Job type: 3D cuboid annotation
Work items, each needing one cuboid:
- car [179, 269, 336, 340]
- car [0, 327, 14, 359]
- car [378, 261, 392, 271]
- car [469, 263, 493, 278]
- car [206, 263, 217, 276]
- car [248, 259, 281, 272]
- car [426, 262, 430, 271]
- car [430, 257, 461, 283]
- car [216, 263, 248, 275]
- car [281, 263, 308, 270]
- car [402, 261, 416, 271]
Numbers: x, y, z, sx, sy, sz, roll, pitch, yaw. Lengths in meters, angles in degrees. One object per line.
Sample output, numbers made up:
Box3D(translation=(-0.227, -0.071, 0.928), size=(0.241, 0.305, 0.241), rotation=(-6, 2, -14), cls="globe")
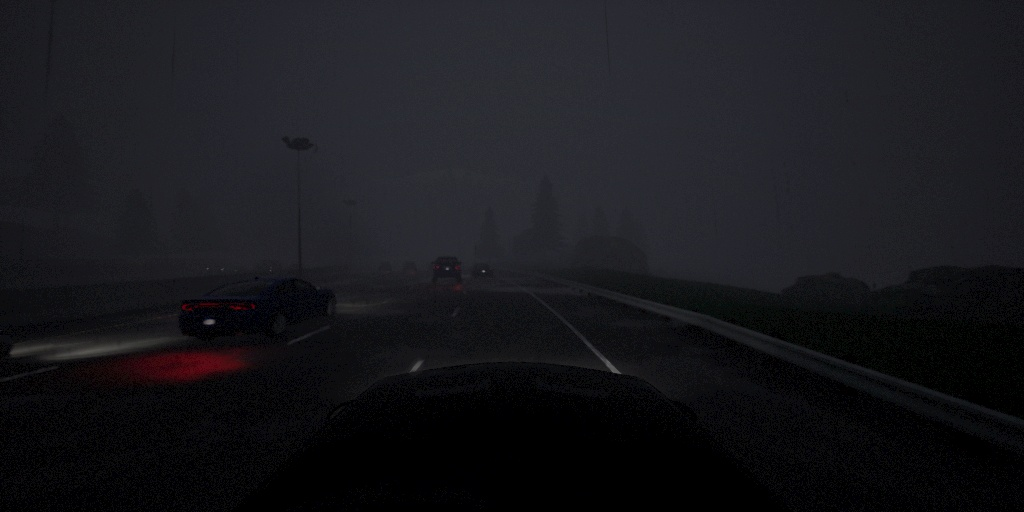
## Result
Box3D(translation=(-6.984, 1.340, 10.553), size=(1.882, 1.535, 5.008), rotation=(0, 0, -4), cls="car")
Box3D(translation=(-10.327, 1.438, 4.771), size=(1.812, 1.442, 4.674), rotation=(0, 0, -2), cls="car")
Box3D(translation=(-20.237, 1.590, 57.100), size=(1.837, 1.490, 4.892), rotation=(1, -1, -22), cls="car")
Box3D(translation=(-3.052, 1.373, 34.916), size=(1.994, 1.385, 4.181), rotation=(-1, 0, -12), cls="car")
Box3D(translation=(-40.075, 1.745, 49.387), size=(2.097, 1.767, 4.553), rotation=(-1, 0, -20), cls="car")
Box3D(translation=(-31.705, 1.482, 46.755), size=(2.150, 2.045, 5.566), rotation=(-1, 0, -18), cls="car")
Box3D(translation=(-11.659, 1.455, 53.853), size=(1.837, 1.490, 4.892), rotation=(1, 0, -20), cls="car")
Box3D(translation=(-5.425, 1.066, 29.818), size=(2.150, 2.045, 5.566), rotation=(0, 0, -11), cls="car")
Box3D(translation=(-34.963, 1.838, 45.440), size=(1.812, 1.442, 4.674), rotation=(-1, 0, -18), cls="car")
Box3D(translation=(-28.084, 1.708, 46.851), size=(1.837, 1.490, 4.892), rotation=(-1, 0, -17), cls="car")
Box3D(translation=(-15.898, 1.522, 55.432), size=(1.837, 1.490, 4.892), rotation=(1, -1, -21), cls="car")
